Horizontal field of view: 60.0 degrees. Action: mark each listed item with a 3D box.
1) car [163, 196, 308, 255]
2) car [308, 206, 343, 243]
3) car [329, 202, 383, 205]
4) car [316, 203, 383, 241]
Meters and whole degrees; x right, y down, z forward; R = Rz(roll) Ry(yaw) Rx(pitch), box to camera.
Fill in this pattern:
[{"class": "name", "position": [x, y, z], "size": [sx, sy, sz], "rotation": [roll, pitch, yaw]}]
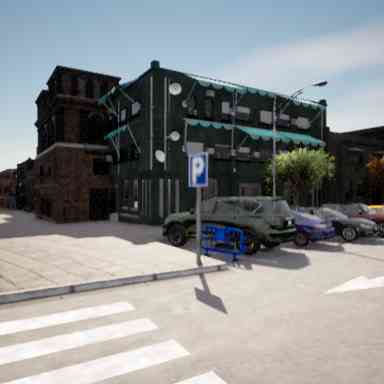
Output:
[{"class": "car", "position": [1.344, 1.213, 13.377], "size": [5.566, 2.045, 2.435], "rotation": [-1, -1, 38]}, {"class": "car", "position": [3.892, 1.513, 14.914], "size": [4.674, 1.452, 2.002], "rotation": [-1, -1, 38]}, {"class": "car", "position": [8.906, 1.366, 18.040], "size": [4.553, 1.767, 2.185], "rotation": [-1, -1, 38]}, {"class": "car", "position": [6.407, 1.484, 16.470], "size": [4.892, 1.521, 2.231], "rotation": [-1, -1, 38]}]
